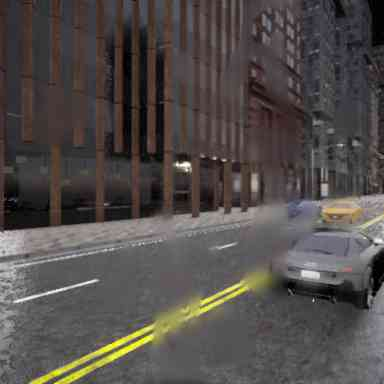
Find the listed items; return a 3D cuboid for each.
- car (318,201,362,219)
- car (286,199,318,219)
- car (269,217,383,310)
[{"bbox_3d":[11.002,1.405,24.136,1.882,1.535,5.008,0,0,36],"label":"car"},{"bbox_3d":[9.340,1.398,27.360,1.882,1.535,5.008,0,0,36],"label":"car"},{"bbox_3d":[3.459,1.547,7.995,1.994,1.385,4.181,0,0,36],"label":"car"}]
